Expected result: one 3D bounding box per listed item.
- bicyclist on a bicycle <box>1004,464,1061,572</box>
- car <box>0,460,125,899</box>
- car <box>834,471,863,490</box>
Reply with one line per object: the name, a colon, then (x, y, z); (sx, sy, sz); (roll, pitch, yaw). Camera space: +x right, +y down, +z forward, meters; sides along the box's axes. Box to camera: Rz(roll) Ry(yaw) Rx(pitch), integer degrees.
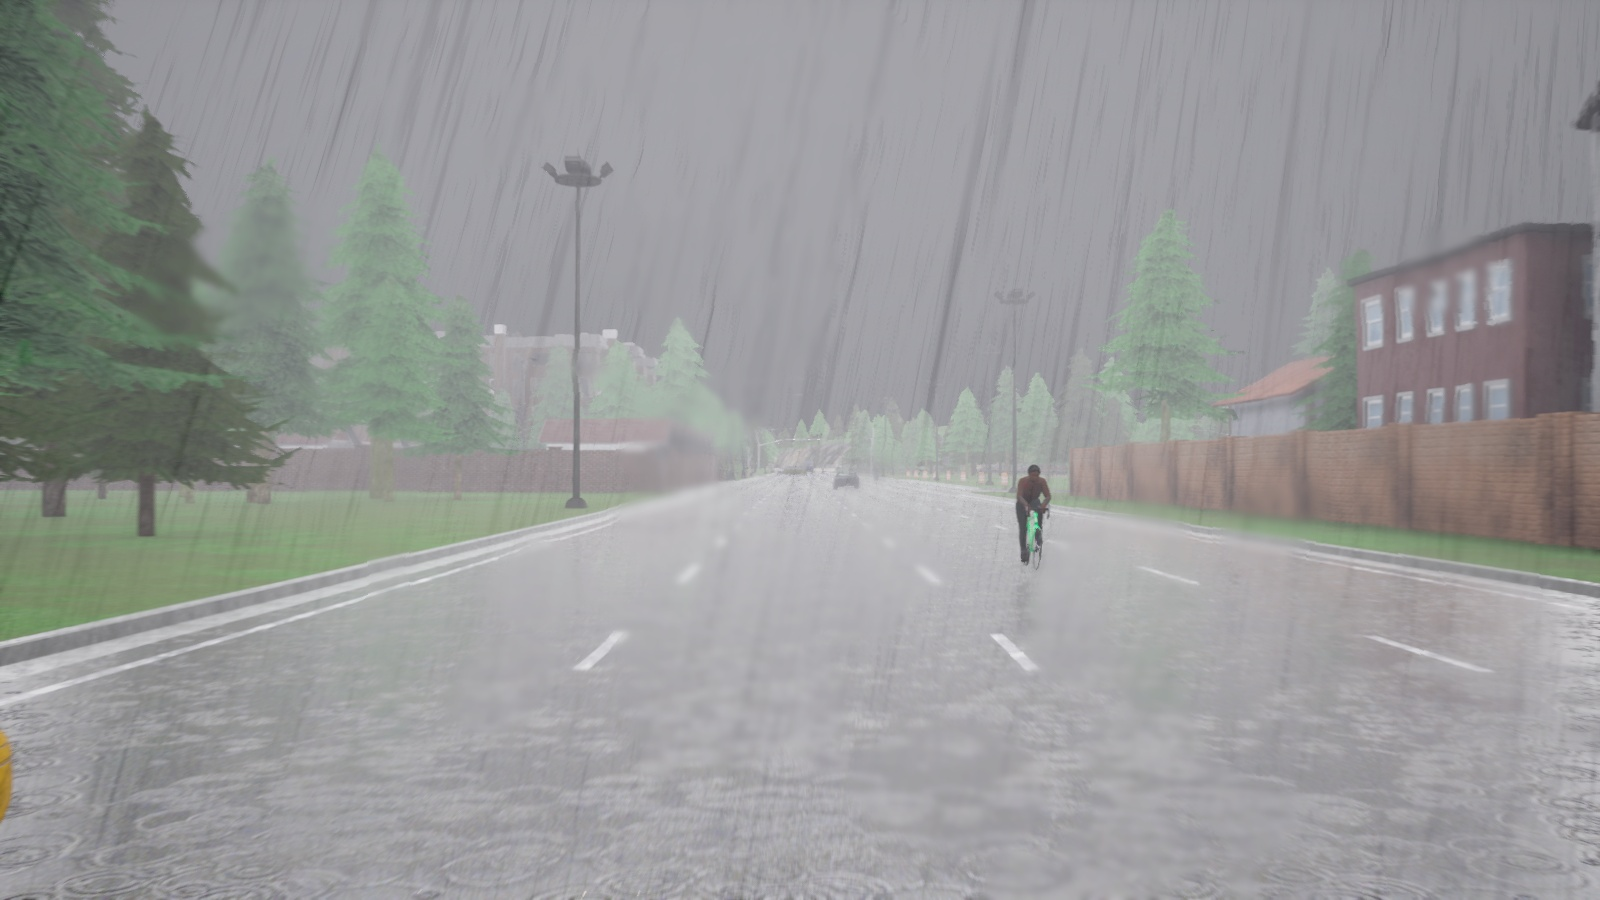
bicyclist on a bicycle: (3.640, 1.031, 19.736); (0.582, 1.620, 1.656); (0, 0, 0)
car: (-3.492, 0.793, 2.116); (1.801, 1.575, 5.366); (0, -1, 0)
car: (3.499, 2.199, 91.419); (1.895, 1.301, 4.718); (0, -1, 0)
